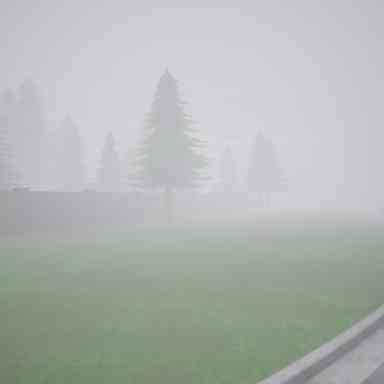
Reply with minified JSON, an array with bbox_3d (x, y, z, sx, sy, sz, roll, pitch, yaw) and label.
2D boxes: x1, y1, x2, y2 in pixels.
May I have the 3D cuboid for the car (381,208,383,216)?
[{"bbox_3d":[22.854,2.106,37.749,2.033,1.411,5.357,0,-1,20],"label":"car"}]
